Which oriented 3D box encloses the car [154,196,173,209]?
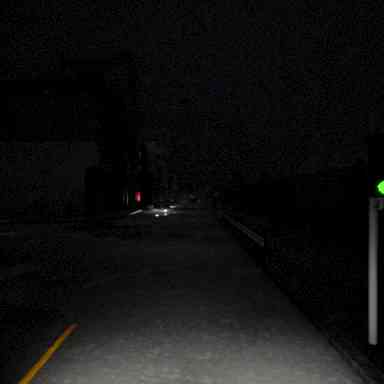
[{"bbox_3d":[-4.067,1.564,45.660,1.994,1.385,4.181,0,0,0],"label":"car"}]

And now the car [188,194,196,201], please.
[{"bbox_3d":[0.041,1.310,76.663,1.882,1.535,5.008,0,0,0],"label":"car"}]

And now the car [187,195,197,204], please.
[{"bbox_3d":[0.038,1.491,66.243,2.128,1.511,4.902,0,0,0],"label":"car"}]

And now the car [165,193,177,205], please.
[{"bbox_3d":[-4.054,1.352,55.390,2.097,1.767,4.553,0,0,0],"label":"car"}]
